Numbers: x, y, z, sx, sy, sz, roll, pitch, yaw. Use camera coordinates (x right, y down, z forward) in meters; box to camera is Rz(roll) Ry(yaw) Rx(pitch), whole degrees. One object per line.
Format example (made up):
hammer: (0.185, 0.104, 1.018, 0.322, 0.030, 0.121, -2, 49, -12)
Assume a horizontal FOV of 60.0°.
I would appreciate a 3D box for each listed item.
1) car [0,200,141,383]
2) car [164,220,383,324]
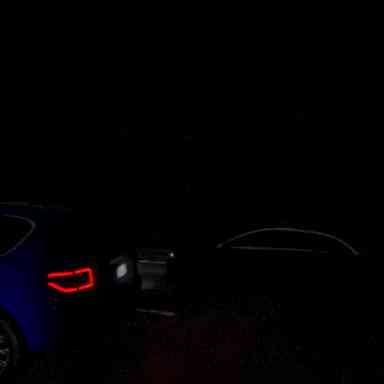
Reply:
car: (-3.548, 1.160, 5.026, 5.566, 2.045, 2.150, -1, 1, 13)
car: (1.741, 1.327, 6.687, 4.902, 1.511, 2.128, 0, 1, 29)
